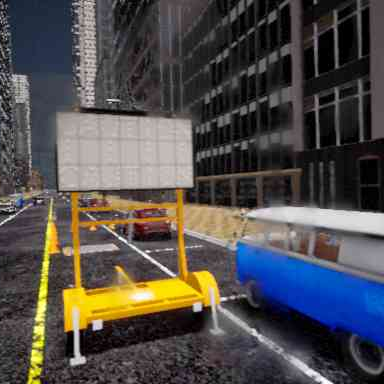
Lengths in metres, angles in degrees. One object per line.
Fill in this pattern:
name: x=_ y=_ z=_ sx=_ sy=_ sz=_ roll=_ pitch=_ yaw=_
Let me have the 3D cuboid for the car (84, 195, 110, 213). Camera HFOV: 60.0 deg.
car: x=-8.834 y=1.259 z=31.357 sx=1.802 sy=1.307 sz=4.206 roll=-2 pitch=1 yaw=-23

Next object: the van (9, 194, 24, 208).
van: x=-23.168 y=1.165 z=43.870 sx=1.690 sy=1.788 sz=3.998 roll=-2 pitch=1 yaw=-23

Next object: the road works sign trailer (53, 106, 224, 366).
road works sign trailer: x=-1.123 y=0.379 z=5.912 sx=2.380 sy=3.560 sz=2.880 roll=-2 pitch=1 yaw=-23

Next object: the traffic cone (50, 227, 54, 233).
traffic cone: x=-5.738 y=1.856 z=13.746 sx=0.340 sy=0.580 sz=0.340 roll=-2 pitch=1 yaw=-23

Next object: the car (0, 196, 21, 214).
car: x=-18.763 y=1.451 z=33.374 sx=2.008 sy=1.369 sz=4.403 roll=-2 pitch=1 yaw=-23

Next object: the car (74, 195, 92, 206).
car: x=-15.435 y=1.117 z=47.106 sx=2.008 sy=1.369 sz=4.403 roll=-2 pitch=1 yaw=-23

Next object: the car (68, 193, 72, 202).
car: x=-19.839 y=0.924 z=57.604 sx=1.967 sy=1.590 sz=4.097 roll=-2 pitch=1 yaw=-23

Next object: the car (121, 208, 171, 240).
car: x=-2.233 y=1.359 z=15.607 sx=1.802 sy=1.307 sz=4.206 roll=-2 pitch=1 yaw=-23

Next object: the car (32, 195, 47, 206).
car: x=-22.638 y=1.197 z=49.570 sx=2.128 sy=1.511 sz=4.902 roll=-2 pitch=1 yaw=-23

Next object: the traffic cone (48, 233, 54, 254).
traffic cone: x=-4.965 y=1.868 z=11.902 sx=0.340 sy=0.580 sz=0.340 roll=-2 pitch=1 yaw=-23

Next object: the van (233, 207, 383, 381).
van: x=2.160 y=1.185 z=5.104 sx=1.690 sy=1.788 sz=3.998 roll=-2 pitch=1 yaw=-23

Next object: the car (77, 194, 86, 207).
car: x=-13.235 y=1.156 z=41.857 sx=2.008 sy=1.369 sz=4.403 roll=-2 pitch=1 yaw=-23
